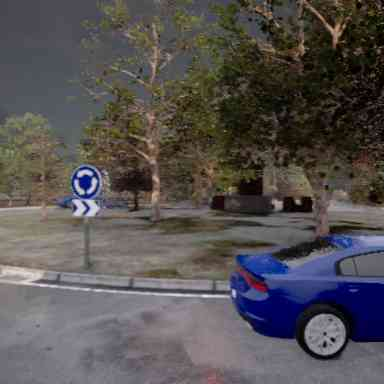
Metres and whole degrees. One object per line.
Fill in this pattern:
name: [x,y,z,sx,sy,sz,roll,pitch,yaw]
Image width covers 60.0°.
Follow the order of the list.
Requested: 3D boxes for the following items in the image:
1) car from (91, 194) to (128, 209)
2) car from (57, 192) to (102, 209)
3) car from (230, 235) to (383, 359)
car: [-9.775,1.295,39.887,4.181,1.385,1.994,0,0,-34]
car: [-13.570,0.931,40.900,5.566,2.045,2.150,0,0,-41]
car: [3.156,1.460,5.389,5.008,1.535,1.882,0,0,-3]
